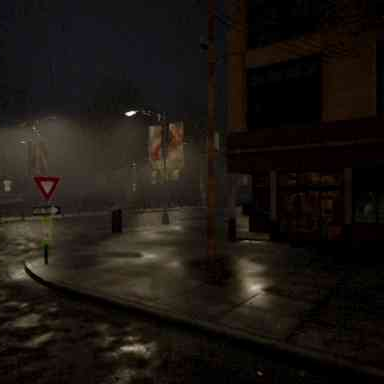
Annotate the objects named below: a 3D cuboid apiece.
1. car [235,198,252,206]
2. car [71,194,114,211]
[{"bbox_3d":[7.575,1.594,48.947,1.895,1.301,4.718,0,0,36],"label":"car"},{"bbox_3d":[-12.260,1.215,41.412,2.150,2.045,5.566,0,0,36],"label":"car"}]
